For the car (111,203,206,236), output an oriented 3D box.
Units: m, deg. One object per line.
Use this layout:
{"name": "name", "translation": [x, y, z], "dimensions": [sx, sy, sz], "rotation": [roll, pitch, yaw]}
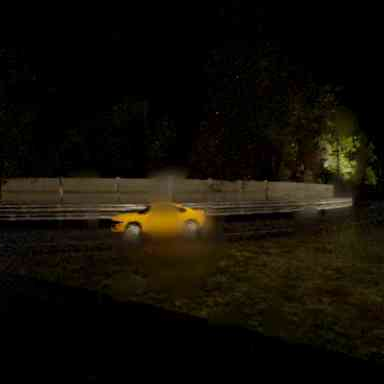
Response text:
{"name": "car", "translation": [-1.708, 1.371, 17.527], "dimensions": [5.008, 1.535, 1.882], "rotation": [0, 0, -23]}
